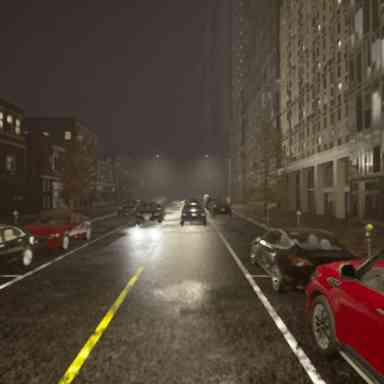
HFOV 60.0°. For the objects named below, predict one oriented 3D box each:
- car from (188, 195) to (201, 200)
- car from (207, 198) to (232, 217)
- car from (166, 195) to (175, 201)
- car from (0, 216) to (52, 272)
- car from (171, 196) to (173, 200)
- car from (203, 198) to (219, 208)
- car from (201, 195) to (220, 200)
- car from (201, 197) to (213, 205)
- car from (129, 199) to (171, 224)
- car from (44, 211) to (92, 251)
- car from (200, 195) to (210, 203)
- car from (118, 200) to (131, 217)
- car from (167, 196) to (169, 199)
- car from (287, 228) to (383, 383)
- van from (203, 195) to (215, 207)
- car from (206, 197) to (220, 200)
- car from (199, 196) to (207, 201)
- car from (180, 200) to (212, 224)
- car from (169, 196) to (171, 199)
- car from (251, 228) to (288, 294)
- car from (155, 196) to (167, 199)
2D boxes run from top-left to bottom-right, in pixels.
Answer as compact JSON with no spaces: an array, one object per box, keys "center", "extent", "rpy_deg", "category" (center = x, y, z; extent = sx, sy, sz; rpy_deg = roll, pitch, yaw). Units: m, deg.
[{"center":[0.115,1.516,42.694],"extent":[1.837,1.490,4.892],"rpy_deg":[0,0,0],"category":"car"},{"center":[2.712,1.574,31.152],"extent":[1.947,1.339,4.313],"rpy_deg":[1,0,0],"category":"car"},{"center":[-5.650,1.597,87.651],"extent":[1.947,1.339,4.313],"rpy_deg":[1,0,0],"category":"car"},{"center":[-5.675,1.553,8.635],"extent":[2.008,1.369,4.403],"rpy_deg":[1,0,0],"category":"car"},{"center":[-5.656,1.605,70.719],"extent":[1.802,1.307,4.206],"rpy_deg":[1,0,0],"category":"car"},{"center":[2.701,1.564,48.085],"extent":[2.008,1.369,4.403],"rpy_deg":[1,0,0],"category":"car"},{"center":[2.728,1.326,42.441],"extent":[2.192,1.841,5.009],"rpy_deg":[1,0,0],"category":"car"},{"center":[2.688,1.583,59.373],"extent":[1.947,1.339,4.313],"rpy_deg":[1,0,0],"category":"car"},{"center":[-3.002,1.499,24.812],"extent":[2.128,1.511,4.902],"rpy_deg":[0,0,0],"category":"car"},{"center":[-5.673,1.548,14.278],"extent":[1.887,1.381,4.507],"rpy_deg":[1,0,0],"category":"car"},{"center":[2.693,1.462,70.661],"extent":[1.967,1.590,4.097],"rpy_deg":[1,0,0],"category":"car"},{"center":[-5.666,1.448,31.211],"extent":[1.967,1.590,4.097],"rpy_deg":[1,0,0],"category":"car"},{"center":[-5.657,1.458,59.431],"extent":[1.967,1.590,4.097],"rpy_deg":[1,0,0],"category":"car"},{"center":[2.706,1.316,2.933],"extent":[2.192,1.841,5.009],"rpy_deg":[1,0,0],"category":"car"},{"center":[2.693,1.356,53.729],"extent":[1.690,1.788,3.998],"rpy_deg":[1,0,0],"category":"van"},{"center":[2.717,1.591,36.797],"extent":[1.802,1.307,4.206],"rpy_deg":[1,0,0],"category":"car"},{"center":[2.695,1.594,81.950],"extent":[1.947,1.339,4.313],"rpy_deg":[1,0,0],"category":"car"},{"center":[0.109,1.553,24.608],"extent":[2.033,1.411,5.357],"rpy_deg":[0,0,0],"category":"car"},{"center":[-5.657,1.545,64.905],"extent":[1.752,1.417,4.829],"rpy_deg":[1,0,0],"category":"car"},{"center":[2.705,1.567,8.576],"extent":[1.947,1.339,4.313],"rpy_deg":[1,0,0],"category":"car"},{"center":[-5.661,1.581,53.787],"extent":[1.947,1.339,4.313],"rpy_deg":[1,0,0],"category":"car"}]
